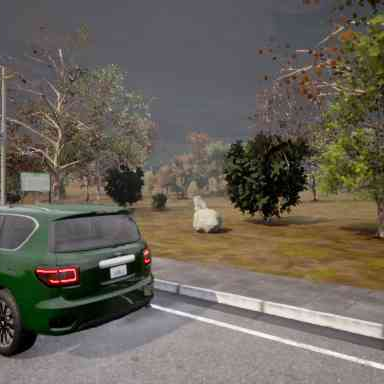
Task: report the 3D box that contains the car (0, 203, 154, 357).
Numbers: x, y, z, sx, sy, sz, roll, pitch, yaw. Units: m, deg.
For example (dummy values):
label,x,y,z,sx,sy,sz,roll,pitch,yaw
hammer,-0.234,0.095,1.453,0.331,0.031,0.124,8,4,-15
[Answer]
label,x,y,z,sx,sy,sz,roll,pitch,yaw
car,-3.230,1.221,6.279,5.566,2.045,2.150,0,0,35
